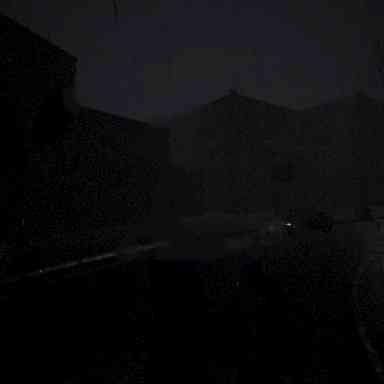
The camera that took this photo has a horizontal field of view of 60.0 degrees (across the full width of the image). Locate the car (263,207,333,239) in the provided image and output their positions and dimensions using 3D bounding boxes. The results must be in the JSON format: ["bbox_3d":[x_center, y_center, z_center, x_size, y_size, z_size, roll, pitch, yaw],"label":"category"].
[{"bbox_3d":[5.932,1.619,18.370,4.902,1.511,2.128,0,-2,-40],"label":"car"}]
